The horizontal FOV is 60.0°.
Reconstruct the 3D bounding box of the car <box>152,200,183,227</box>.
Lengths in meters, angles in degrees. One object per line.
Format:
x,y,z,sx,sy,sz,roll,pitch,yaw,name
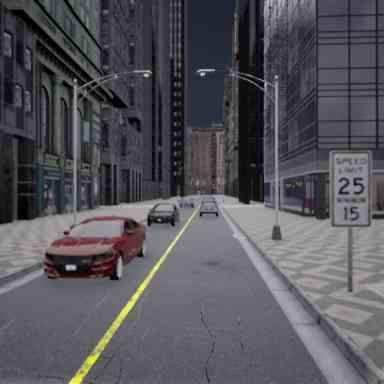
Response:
-1.959,1.558,23.829,1.882,1.535,5.008,0,0,3,car

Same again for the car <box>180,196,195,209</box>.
-0.729,1.452,48.103,2.097,1.767,4.553,0,0,3,car

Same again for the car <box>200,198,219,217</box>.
1.711,1.645,33.169,2.033,1.411,5.357,0,0,3,car

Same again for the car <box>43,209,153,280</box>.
-2.691,1.514,10.294,1.882,1.535,5.008,0,0,3,car
